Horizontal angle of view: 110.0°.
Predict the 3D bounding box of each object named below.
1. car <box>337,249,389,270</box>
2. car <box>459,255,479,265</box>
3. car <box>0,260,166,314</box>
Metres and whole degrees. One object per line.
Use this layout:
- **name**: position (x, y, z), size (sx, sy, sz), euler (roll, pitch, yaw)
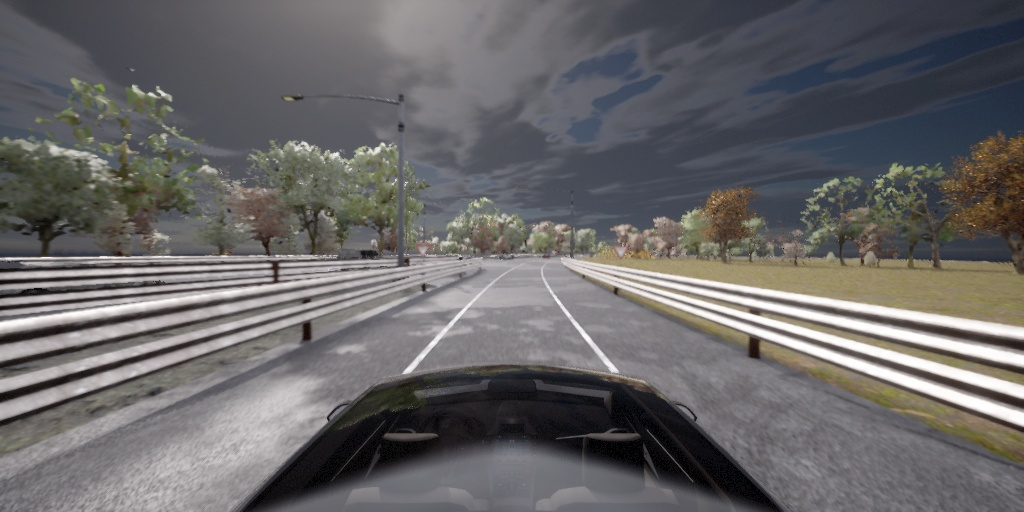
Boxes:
- **car**: position (-13.328, 0.375, 32.363), size (2.150, 2.045, 5.566), euler (0, 0, 12)
- **car**: position (-6.024, 0.585, 49.304), size (2.033, 1.411, 5.357), euler (0, 0, 13)
- **car**: position (-13.779, 0.893, 11.380), size (1.994, 1.385, 4.181), euler (0, 0, 10)
